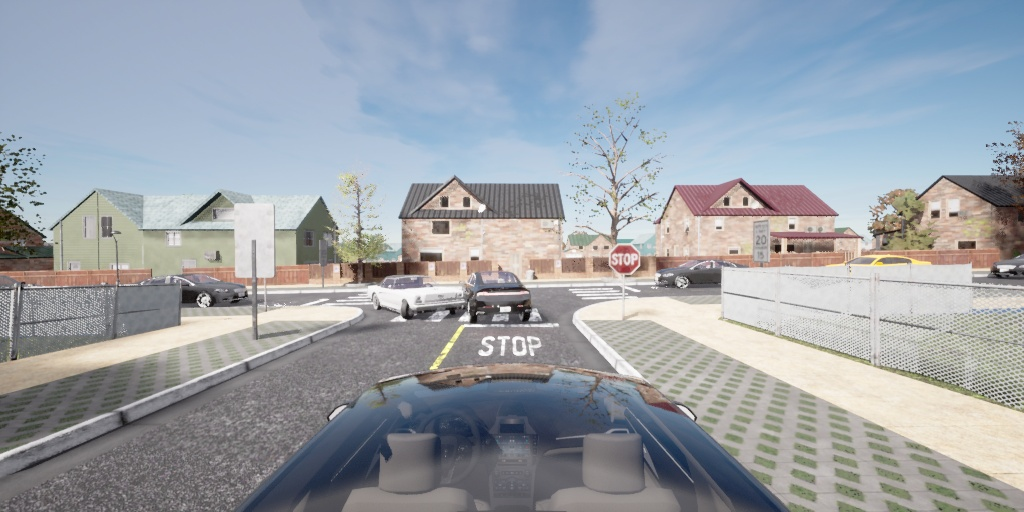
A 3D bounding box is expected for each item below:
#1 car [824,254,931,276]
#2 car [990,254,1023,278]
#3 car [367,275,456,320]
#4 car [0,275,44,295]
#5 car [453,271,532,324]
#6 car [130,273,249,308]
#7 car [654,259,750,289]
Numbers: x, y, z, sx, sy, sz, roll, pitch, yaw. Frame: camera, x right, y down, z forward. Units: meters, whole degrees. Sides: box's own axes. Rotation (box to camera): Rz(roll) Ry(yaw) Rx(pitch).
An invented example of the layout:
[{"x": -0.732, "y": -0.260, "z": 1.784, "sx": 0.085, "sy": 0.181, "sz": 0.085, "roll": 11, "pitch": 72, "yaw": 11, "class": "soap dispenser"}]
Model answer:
[{"x": 19.762, "y": 0.691, "z": 19.581, "sx": 5.008, "sy": 1.535, "sz": 1.882, "roll": -1, "pitch": 1, "yaw": -1, "class": "car"}, {"x": 29.386, "y": 0.479, "z": 19.618, "sx": 4.902, "sy": 1.511, "sz": 2.128, "roll": -1, "pitch": 1, "yaw": 0, "class": "car"}, {"x": -3.601, "y": 1.368, "z": 12.996, "sx": 1.895, "sy": 1.301, "sz": 4.718, "roll": 0, "pitch": 0, "yaw": -38, "class": "car"}, {"x": -24.239, "y": 1.648, "z": 16.451, "sx": 4.553, "sy": 1.767, "sz": 2.097, "roll": -1, "pitch": 1, "yaw": 0, "class": "car"}, {"x": -0.685, "y": 1.243, "z": 12.137, "sx": 2.128, "sy": 1.511, "sz": 4.902, "roll": 0, "pitch": 0, "yaw": -12, "class": "car"}, {"x": -14.902, "y": 1.566, "z": 16.492, "sx": 4.902, "sy": 1.511, "sz": 2.128, "roll": -1, "pitch": 1, "yaw": 0, "class": "car"}, {"x": 10.331, "y": 0.926, "z": 19.545, "sx": 4.902, "sy": 1.511, "sz": 2.128, "roll": -1, "pitch": 1, "yaw": 0, "class": "car"}]
